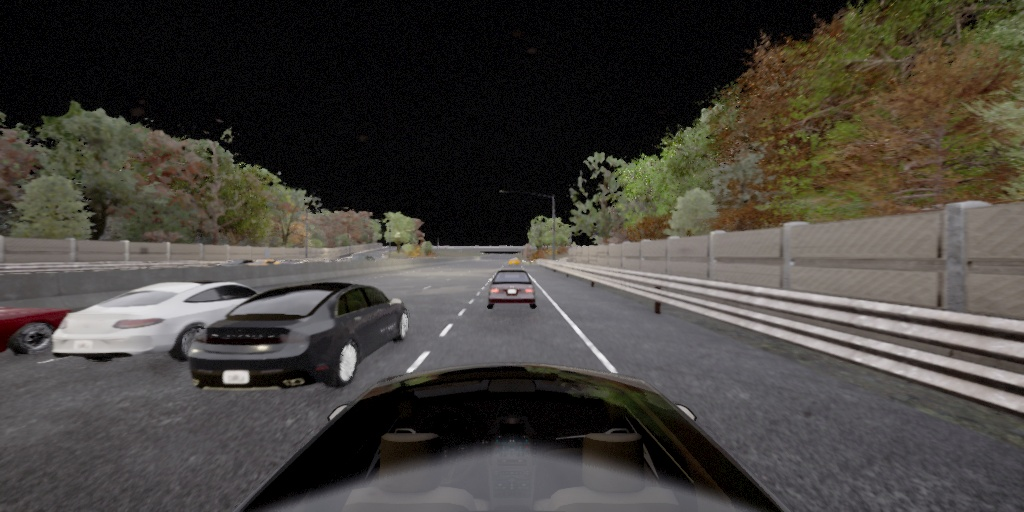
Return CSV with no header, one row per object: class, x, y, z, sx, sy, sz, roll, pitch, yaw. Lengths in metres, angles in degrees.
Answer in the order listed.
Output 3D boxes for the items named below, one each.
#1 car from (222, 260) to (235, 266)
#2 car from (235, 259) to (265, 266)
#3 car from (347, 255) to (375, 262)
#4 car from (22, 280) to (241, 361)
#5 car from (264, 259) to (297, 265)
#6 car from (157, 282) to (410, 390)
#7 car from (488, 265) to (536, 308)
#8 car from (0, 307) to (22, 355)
car,-31.524,1.182,41.489,1.837,1.490,4.892,0,3,1
car,-28.035,1.171,40.417,1.882,1.535,5.008,0,1,1
car,-21.062,0.911,50.162,2.150,2.045,5.566,0,0,1
car,-6.917,1.260,8.087,1.812,1.442,4.674,0,0,0
car,-24.520,1.254,39.427,1.994,1.385,4.181,0,0,0
car,-3.402,1.242,6.845,1.837,1.490,4.892,0,0,0
car,-0.004,1.268,14.880,2.033,1.411,5.357,0,0,0
car,-10.400,1.340,5.646,1.895,1.301,4.718,0,0,0
